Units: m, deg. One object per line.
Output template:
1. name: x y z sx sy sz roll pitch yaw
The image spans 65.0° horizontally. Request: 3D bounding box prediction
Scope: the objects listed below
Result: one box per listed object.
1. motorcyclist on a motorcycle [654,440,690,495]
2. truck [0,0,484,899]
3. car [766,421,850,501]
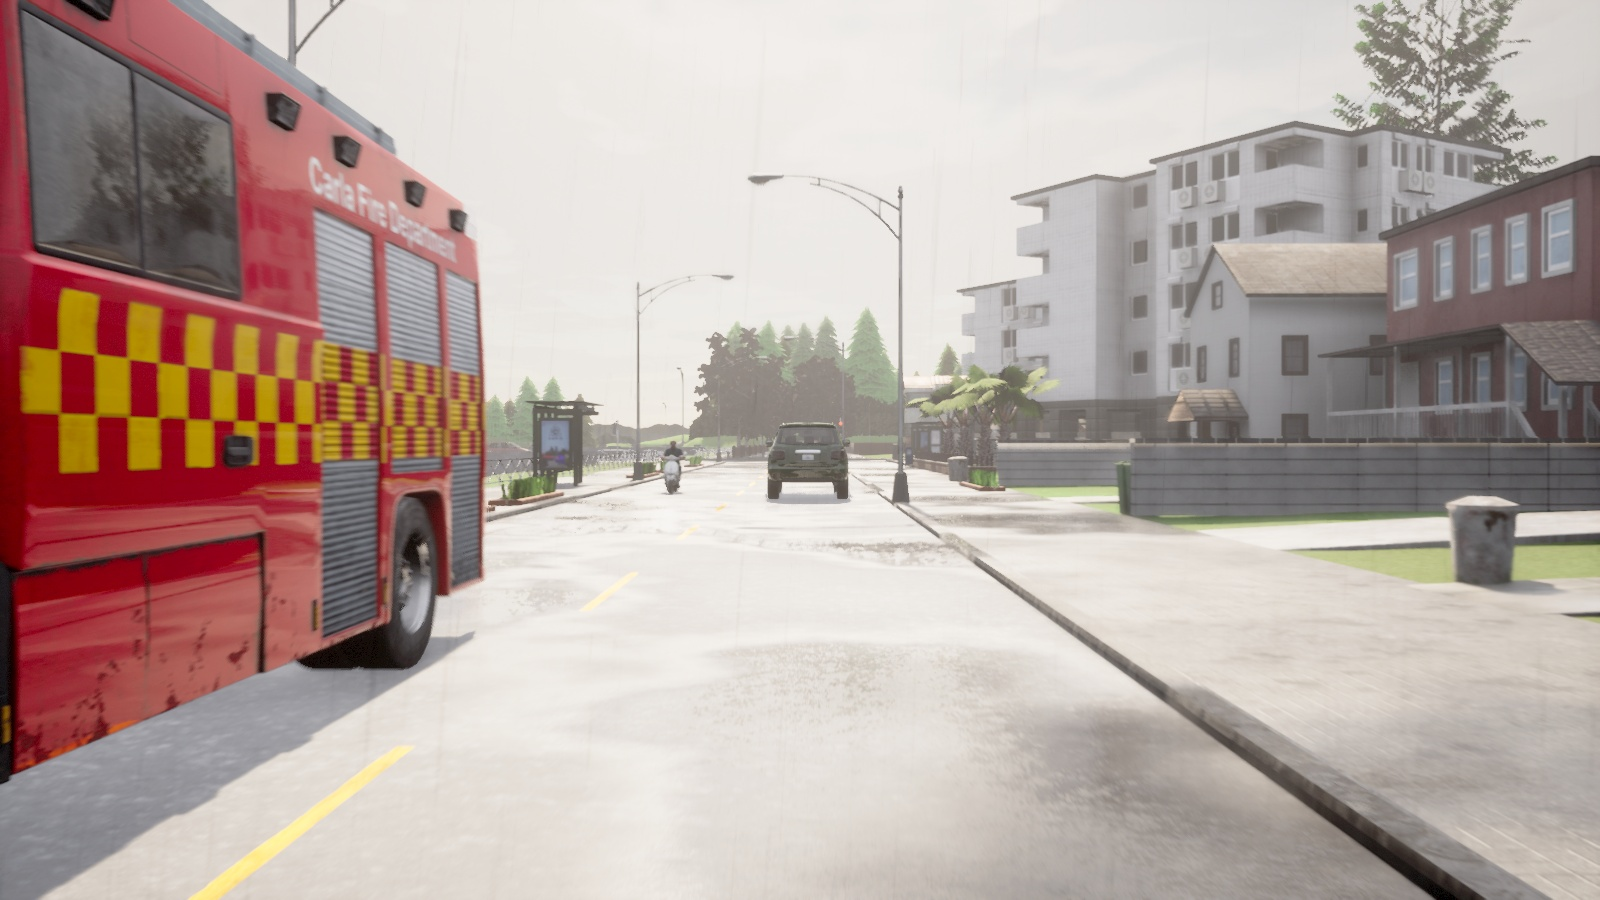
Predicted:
1. motorcyclist on a motorcycle: -3.768 0.488 37.097 0.866 1.590 1.817 0 0 0
2. truck: -3.951 -0.452 5.520 2.891 3.827 8.468 0 0 1
3. car: 0.220 0.267 35.191 2.150 2.045 5.566 0 0 0
